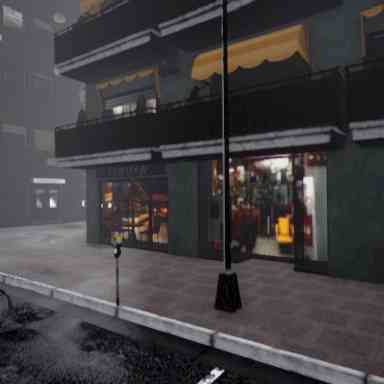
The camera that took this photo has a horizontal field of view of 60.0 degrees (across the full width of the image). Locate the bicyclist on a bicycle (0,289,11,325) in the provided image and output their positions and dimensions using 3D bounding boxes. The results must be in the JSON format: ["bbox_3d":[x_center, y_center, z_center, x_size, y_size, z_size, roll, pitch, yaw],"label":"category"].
[{"bbox_3d":[-3.522,1.436,4.938,0.582,1.620,1.656,0,1,35],"label":"bicyclist on a bicycle"}]
